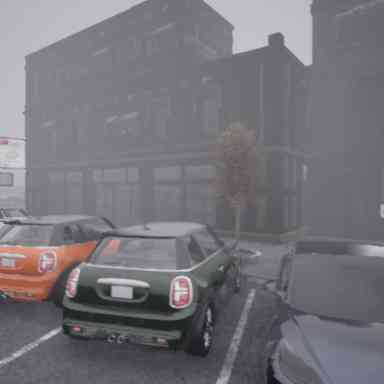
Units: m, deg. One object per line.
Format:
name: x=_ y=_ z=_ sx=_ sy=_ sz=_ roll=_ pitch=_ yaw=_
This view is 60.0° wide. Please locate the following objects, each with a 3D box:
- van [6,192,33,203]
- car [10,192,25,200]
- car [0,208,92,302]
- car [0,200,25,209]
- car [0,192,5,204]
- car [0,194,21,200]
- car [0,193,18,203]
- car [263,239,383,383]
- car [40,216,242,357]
van: x=-33.305 y=1.074 z=64.160 sx=4.442 sy=1.987 sz=1.878 roll=-1 pitch=0 yaw=14
car: x=-24.407 y=1.092 z=46.957 sx=5.566 sy=2.045 sz=2.435 roll=1 pitch=1 yaw=14
car: x=-2.761 y=1.332 z=8.117 sx=2.185 sy=1.767 sz=4.553 roll=0 pitch=-1 yaw=16
car: x=-7.602 y=1.314 z=11.691 sx=2.185 sy=1.767 sz=4.553 roll=1 pitch=0 yaw=16
car: x=-36.565 y=1.048 z=59.143 sx=5.566 sy=2.045 sz=2.435 roll=-1 pitch=-1 yaw=14
car: x=-26.074 y=1.373 z=44.503 sx=4.792 sy=1.488 sz=2.163 roll=1 pitch=1 yaw=14
car: x=-34.921 y=1.174 z=61.651 sx=4.553 sy=1.767 sz=2.185 roll=-1 pitch=-1 yaw=14
car: x=2.118 y=1.509 z=4.599 sx=2.163 sy=1.488 sz=4.792 roll=1 pitch=0 yaw=16
car: x=-0.328 y=1.342 z=6.360 sx=2.185 sy=1.767 sz=4.553 roll=0 pitch=-1 yaw=16
